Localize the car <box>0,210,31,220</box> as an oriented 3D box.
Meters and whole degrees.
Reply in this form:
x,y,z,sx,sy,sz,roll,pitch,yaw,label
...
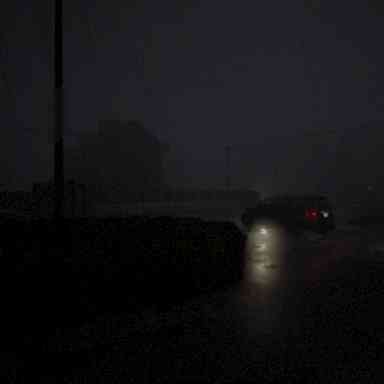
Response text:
x,y,z,sx,sy,sz,roll,pitch,yaw,label
-8.174,1.520,14.818,4.674,1.442,1.812,0,0,-35,car

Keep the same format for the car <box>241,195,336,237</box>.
x,y,z,sx,sy,sz,roll,pitch,yaw,label
5.039,1.182,18.151,2.150,2.045,5.566,0,0,-30,car
